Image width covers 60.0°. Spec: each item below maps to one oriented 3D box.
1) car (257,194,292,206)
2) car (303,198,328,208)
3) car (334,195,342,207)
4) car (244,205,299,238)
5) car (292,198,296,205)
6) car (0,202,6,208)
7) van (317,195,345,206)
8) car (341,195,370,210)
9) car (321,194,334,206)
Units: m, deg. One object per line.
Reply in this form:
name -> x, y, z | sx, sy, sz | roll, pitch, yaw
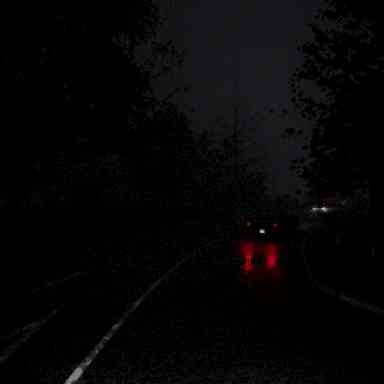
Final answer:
car -> 13.434, 1.428, 56.704 | 5.566, 2.045, 2.435 | 0, -1, 0
car -> 18.413, 1.553, 50.541 | 1.882, 1.535, 5.008 | 0, -1, 1
car -> 25.695, 1.566, 52.172 | 5.008, 1.535, 2.097 | 0, -1, 0
car -> 4.404, 1.578, 17.768 | 1.895, 1.301, 4.718 | 0, 0, 29
car -> 18.490, 1.431, 66.755 | 2.150, 2.045, 5.566 | 0, -2, 0
car -> -24.498, 1.698, 40.945 | 4.718, 1.301, 1.895 | 0, 0, 38
van -> 25.554, 1.535, 61.284 | 4.442, 1.987, 1.878 | 0, -1, 0
car -> 20.952, 1.501, 42.699 | 1.812, 1.442, 4.674 | 0, -1, 13
car -> 21.806, 1.399, 56.489 | 2.150, 2.045, 5.566 | 0, -1, 0
